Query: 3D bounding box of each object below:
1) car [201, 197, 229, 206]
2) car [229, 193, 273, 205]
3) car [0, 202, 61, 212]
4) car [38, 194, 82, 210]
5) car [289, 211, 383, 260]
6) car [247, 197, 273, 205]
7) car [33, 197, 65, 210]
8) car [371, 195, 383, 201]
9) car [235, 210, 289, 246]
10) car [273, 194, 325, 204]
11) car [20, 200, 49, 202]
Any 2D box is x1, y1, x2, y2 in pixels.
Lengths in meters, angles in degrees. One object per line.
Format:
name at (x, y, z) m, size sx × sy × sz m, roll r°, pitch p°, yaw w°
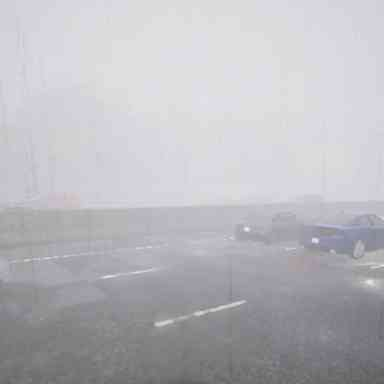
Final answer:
car at (3.323, 1.448, 40.652) m, size 4.892 × 1.490 × 1.837 m, roll 1°, pitch 0°, yaw -35°
car at (7.427, 1.178, 39.275) m, size 5.566 × 2.045 × 2.150 m, roll 1°, pitch 0°, yaw -35°
car at (-10.027, 1.476, 18.322) m, size 4.674 × 1.442 × 1.812 m, roll 0°, pitch 0°, yaw -35°
car at (-12.647, 1.152, 29.332) m, size 5.566 × 2.045 × 2.150 m, roll 0°, pitch 0°, yaw -35°
car at (6.120, 1.469, 12.533) m, size 5.008 × 1.535 × 1.882 m, roll 0°, pitch 0°, yaw -35°
car at (8.363, 1.524, 35.662) m, size 4.181 × 1.385 × 1.994 m, roll 0°, pitch 0°, yaw -35°
car at (-12.646, 1.412, 25.047) m, size 5.008 × 1.535 × 1.882 m, roll 0°, pitch 0°, yaw -35°
car at (36.562, 1.369, 64.337) m, size 5.008 × 1.535 × 1.882 m, roll 0°, pitch 0°, yaw -36°
car at (3.962, 1.547, 15.289) m, size 4.181 × 1.385 × 1.994 m, roll 0°, pitch 0°, yaw -35°
car at (11.029, 1.193, 33.253) m, size 5.566 × 2.045 × 2.150 m, roll 1°, pitch 0°, yaw -35°
car at (-12.070, 1.449, 21.163) m, size 4.892 × 1.490 × 1.837 m, roll 1°, pitch 0°, yaw -35°
